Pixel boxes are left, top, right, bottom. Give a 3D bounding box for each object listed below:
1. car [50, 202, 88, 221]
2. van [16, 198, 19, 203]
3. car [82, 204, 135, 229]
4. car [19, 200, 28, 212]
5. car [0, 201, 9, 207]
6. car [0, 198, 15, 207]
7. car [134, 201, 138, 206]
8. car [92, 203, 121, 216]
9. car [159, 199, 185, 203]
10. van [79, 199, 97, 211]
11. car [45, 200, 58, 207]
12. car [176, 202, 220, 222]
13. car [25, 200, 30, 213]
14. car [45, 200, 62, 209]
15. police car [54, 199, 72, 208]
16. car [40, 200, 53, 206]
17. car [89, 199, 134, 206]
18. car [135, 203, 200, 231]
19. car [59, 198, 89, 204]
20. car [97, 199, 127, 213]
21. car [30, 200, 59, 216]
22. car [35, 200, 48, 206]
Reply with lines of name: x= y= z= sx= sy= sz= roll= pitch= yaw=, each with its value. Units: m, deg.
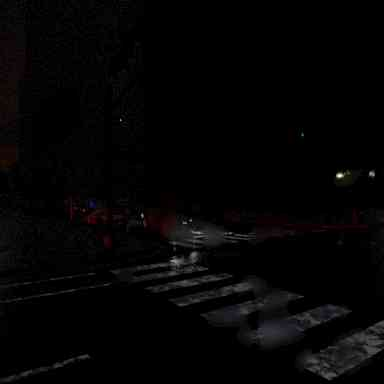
car: x=-11.996 y=2.005 z=32.518 sx=2.008 sy=1.369 sz=4.403 roll=-1 pitch=0 yaw=-35
van: x=-26.157 y=2.124 z=52.427 sx=1.690 sy=1.788 sz=3.998 roll=-1 pitch=0 yaw=-35
car: x=-6.236 y=1.844 z=24.416 sx=1.752 sy=1.417 sz=4.829 roll=-1 pitch=0 yaw=-35
car: x=-23.324 y=2.158 z=48.445 sx=1.967 sy=1.590 sz=4.097 roll=-1 pitch=0 yaw=-35
car: x=-44.383 y=2.773 z=78.066 sx=1.802 sy=1.307 sz=4.206 roll=-1 pitch=0 yaw=-35
car: x=-41.268 y=2.668 z=73.684 sx=1.887 sy=1.381 sz=4.507 roll=-1 pitch=0 yaw=-35
car: x=-5.264 y=2.006 z=37.786 sx=1.802 sy=1.307 sz=4.206 roll=-1 pitch=0 yaw=-35
car: x=-10.520 y=2.108 z=40.577 sx=1.895 sy=1.301 sz=4.718 roll=0 pitch=-1 yaw=-35
car: x=-2.326 y=1.670 z=33.637 sx=2.192 sy=1.841 sz=5.009 roll=-1 pitch=0 yaw=-35
van: x=-17.042 y=2.039 z=54.383 sx=1.690 sy=1.788 sz=3.998 roll=-1 pitch=0 yaw=-35
car: x=-31.710 y=2.597 z=74.955 sx=1.947 sy=1.339 sz=4.313 roll=-1 pitch=0 yaw=-35
car: x=0.622 y=1.830 z=29.487 sx=1.887 sy=1.381 sz=4.507 roll=-1 pitch=0 yaw=-35
car: x=-20.491 y=2.197 z=44.463 sx=1.887 sy=1.381 sz=4.507 roll=-1 pitch=0 yaw=-35
car: x=-25.894 y=2.364 z=62.197 sx=1.837 sy=1.490 sz=4.892 roll=0 pitch=-1 yaw=-35
police car: x=-25.432 y=2.309 z=65.456 sx=1.930 sy=1.638 sz=5.238 roll=0 pitch=-1 yaw=-35
car: x=-34.725 y=2.663 z=79.195 sx=1.947 sy=1.339 sz=4.313 roll=-1 pitch=0 yaw=-35
car: x=-7.564 y=1.742 z=30.900 sx=2.097 sy=1.767 sz=4.553 roll=0 pitch=-1 yaw=-35
car: x=-1.807 y=1.760 z=22.839 sx=1.837 sy=1.490 sz=4.892 roll=0 pitch=-1 yaw=-35
car: x=-13.723 y=1.756 z=39.576 sx=2.150 sy=2.045 sz=5.566 roll=0 pitch=-1 yaw=-35
car: x=-11.156 y=1.877 z=46.084 sx=2.192 sy=1.841 sz=5.009 roll=-1 pitch=0 yaw=-35
car: x=-17.664 y=1.902 z=40.482 sx=2.192 sy=1.841 sz=5.009 roll=-1 pitch=0 yaw=-35
car: x=-37.740 y=2.712 z=83.434 sx=2.008 sy=1.369 sz=4.403 roll=-1 pitch=0 yaw=-35
